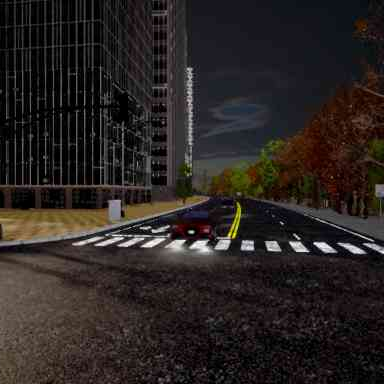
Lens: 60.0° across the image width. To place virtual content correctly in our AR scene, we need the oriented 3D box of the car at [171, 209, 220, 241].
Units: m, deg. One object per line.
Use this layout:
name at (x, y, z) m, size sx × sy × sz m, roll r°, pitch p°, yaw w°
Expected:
car at (0.295, 1.572, 16.660) m, size 1.994 × 1.385 × 4.181 m, roll 0°, pitch 0°, yaw 10°

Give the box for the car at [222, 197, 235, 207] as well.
car at (5.847, 1.561, 52.996) m, size 1.994 × 1.385 × 4.181 m, roll 0°, pitch 0°, yaw 8°
